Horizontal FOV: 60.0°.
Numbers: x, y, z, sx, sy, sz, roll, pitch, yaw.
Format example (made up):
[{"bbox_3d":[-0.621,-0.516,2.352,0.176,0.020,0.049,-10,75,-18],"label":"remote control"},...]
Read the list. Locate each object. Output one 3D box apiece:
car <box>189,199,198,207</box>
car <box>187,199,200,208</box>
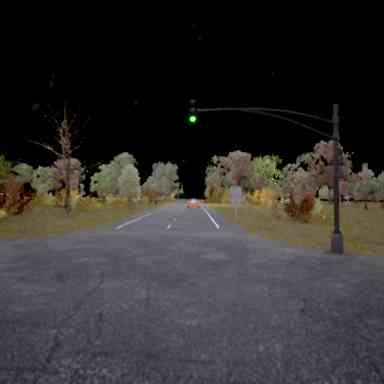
[{"bbox_3d":[0.290,2.239,68.712,1.812,1.442,4.674,0,-1,0],"label":"car"},{"bbox_3d":[0.248,1.953,58.681,2.097,1.767,4.553,0,-1,0],"label":"car"}]
